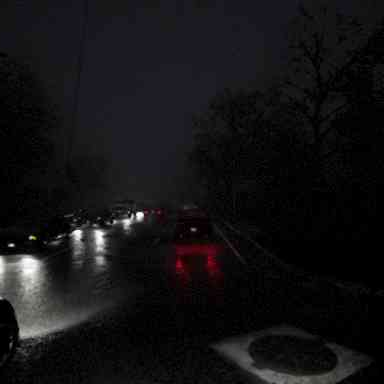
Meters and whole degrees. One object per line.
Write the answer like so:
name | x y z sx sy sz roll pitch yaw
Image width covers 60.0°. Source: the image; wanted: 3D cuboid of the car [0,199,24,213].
car | -10.596 1.415 16.865 2.150 2.045 5.566 0 -1 2

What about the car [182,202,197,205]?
car | -0.341 2.020 43.354 1.812 1.442 4.674 0 -1 -2

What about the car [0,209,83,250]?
car | -7.086 1.727 15.637 2.033 1.411 5.357 0 -1 -1

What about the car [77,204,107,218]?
car | -10.786 2.016 36.269 1.895 1.301 4.718 0 -1 -1

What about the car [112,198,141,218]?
car | -7.285 1.631 35.851 2.150 2.045 5.566 0 -1 -1

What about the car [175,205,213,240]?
car | 0.076 1.687 18.273 1.882 1.535 5.008 0 -1 0

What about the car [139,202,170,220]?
car | -3.563 1.919 32.563 2.033 1.411 5.357 0 -1 -1

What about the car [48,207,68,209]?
car | -10.682 1.865 26.248 1.994 1.385 4.181 0 -1 -1

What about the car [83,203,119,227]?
car | -7.172 1.815 25.215 1.812 1.442 4.674 0 -1 0

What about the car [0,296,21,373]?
car | -3.401 1.600 2.997 1.994 1.385 4.181 0 -1 0

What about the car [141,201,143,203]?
car | -7.601 2.027 46.865 2.128 1.511 4.902 0 -1 -2
